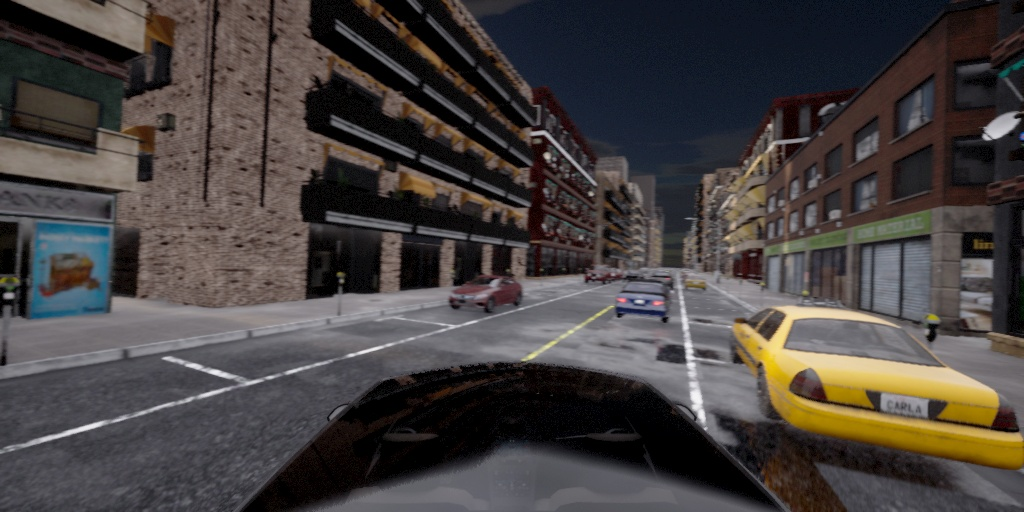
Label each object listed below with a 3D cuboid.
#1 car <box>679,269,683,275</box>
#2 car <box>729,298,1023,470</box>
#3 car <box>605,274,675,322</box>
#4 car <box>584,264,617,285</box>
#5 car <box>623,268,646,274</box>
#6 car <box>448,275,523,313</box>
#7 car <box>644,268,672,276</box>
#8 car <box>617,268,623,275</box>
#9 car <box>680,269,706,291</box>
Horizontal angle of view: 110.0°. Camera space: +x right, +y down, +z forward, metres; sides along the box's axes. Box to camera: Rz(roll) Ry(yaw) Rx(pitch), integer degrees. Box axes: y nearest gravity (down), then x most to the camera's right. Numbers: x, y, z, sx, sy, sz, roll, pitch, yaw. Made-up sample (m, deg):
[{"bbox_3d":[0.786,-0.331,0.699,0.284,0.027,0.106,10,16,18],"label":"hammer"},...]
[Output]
[{"bbox_3d":[20.783,2.543,41.856,1.888,1.381,4.507,0,0,25],"label":"car"},{"bbox_3d":[4.746,1.439,5.697,1.801,1.575,5.366,2,-1,25],"label":"car"},{"bbox_3d":[5.319,1.641,14.277,2.033,1.411,5.357,2,-1,25],"label":"car"},{"bbox_3d":[8.478,1.748,35.112,2.192,1.841,5.009,0,0,25],"label":"car"},{"bbox_3d":[13.433,2.278,39.545,1.895,1.301,4.718,2,-1,25],"label":"car"},{"bbox_3d":[-0.912,1.428,14.624,1.802,1.307,4.207,0,0,25],"label":"car"},{"bbox_3d":[12.879,2.058,30.760,2.128,1.511,4.902,2,-1,25],"label":"car"},{"bbox_3d":[10.825,2.019,40.234,1.967,1.591,4.097,0,0,25],"label":"car"},{"bbox_3d":[16.159,2.230,31.767,1.751,1.417,4.829,0,0,25],"label":"car"}]
